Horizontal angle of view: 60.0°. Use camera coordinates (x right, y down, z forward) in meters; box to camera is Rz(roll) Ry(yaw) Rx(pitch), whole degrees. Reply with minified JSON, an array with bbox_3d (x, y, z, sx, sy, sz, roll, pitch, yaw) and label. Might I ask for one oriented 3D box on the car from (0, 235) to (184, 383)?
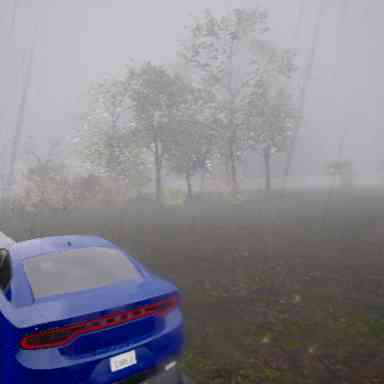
[{"bbox_3d":[-2.098,1.413,5.093,1.882,1.535,5.008,-2,2,-36],"label":"car"}]
